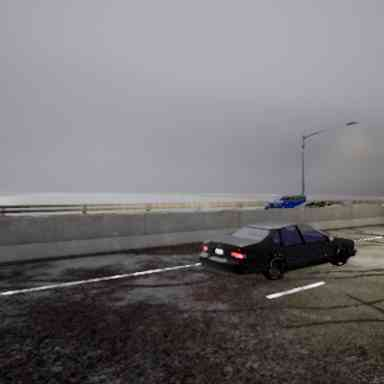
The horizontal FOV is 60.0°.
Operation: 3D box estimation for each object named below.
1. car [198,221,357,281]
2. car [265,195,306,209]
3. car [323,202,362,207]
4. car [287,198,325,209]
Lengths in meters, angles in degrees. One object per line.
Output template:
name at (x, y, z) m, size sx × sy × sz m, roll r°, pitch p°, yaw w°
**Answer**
car at (2.746, 1.588, 9.987) m, size 5.357 × 1.411 × 2.033 m, roll 0°, pitch 0°, yaw -35°
car at (10.674, 1.365, 37.082) m, size 5.566 × 2.045 × 2.150 m, roll 1°, pitch 0°, yaw -35°
car at (14.873, 1.824, 31.473) m, size 4.718 × 1.301 × 1.895 m, roll 0°, pitch 0°, yaw -35°
car at (12.361, 1.663, 33.994) m, size 4.892 × 1.490 × 1.837 m, roll 1°, pitch 0°, yaw -35°
